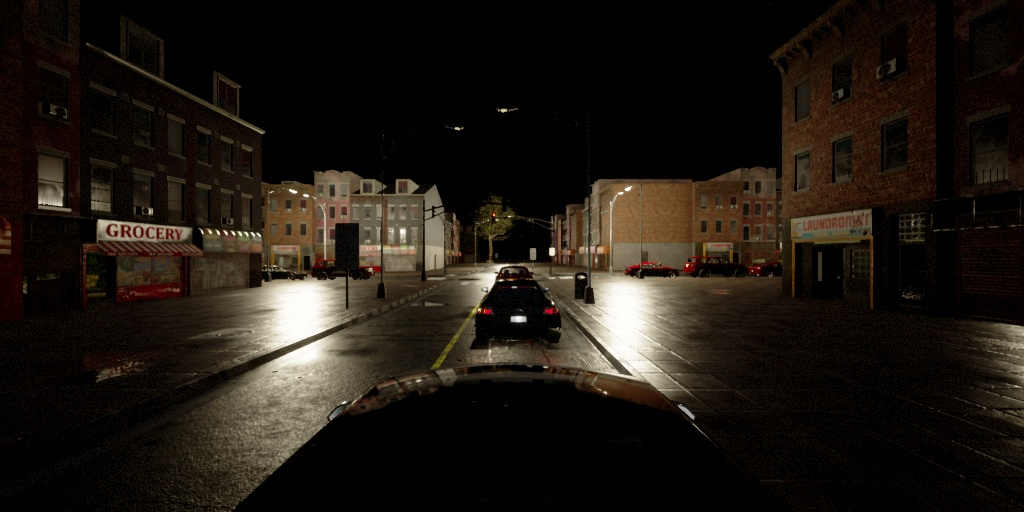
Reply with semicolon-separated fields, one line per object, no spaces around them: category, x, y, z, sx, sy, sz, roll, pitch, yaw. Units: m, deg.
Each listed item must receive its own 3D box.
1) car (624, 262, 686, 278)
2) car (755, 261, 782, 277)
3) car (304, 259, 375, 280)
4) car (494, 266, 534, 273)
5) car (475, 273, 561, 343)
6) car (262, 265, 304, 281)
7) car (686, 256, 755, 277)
car;11.957;1.217;30.723;4.507;1.381;1.888;0;0;0
car;22.825;1.141;30.739;4.507;1.381;1.888;0;0;0
car;-14.451;1.180;30.685;5.009;1.841;2.192;0;0;0
car;0.106;1.236;18.612;1.882;1.535;5.008;0;0;0
car;0.110;1.316;9.648;1.994;1.385;4.181;0;0;-1
car;-19.877;1.473;30.677;4.313;1.339;1.948;0;0;0
car;17.391;0.948;30.731;5.009;1.841;2.192;0;0;0
